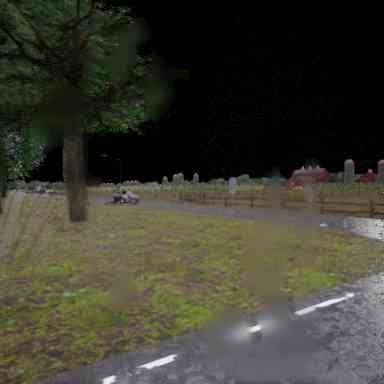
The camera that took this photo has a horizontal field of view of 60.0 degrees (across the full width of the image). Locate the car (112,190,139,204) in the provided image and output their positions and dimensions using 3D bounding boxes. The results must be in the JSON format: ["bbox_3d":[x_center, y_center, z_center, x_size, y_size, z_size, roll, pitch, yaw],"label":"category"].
[{"bbox_3d":[-8.673,0.572,43.158,2.097,1.767,4.553,-2,2,-36],"label":"car"}]

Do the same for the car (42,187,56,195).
[{"bbox_3d":[-37.255,0.037,87.423,1.882,1.535,5.008,-2,2,-36],"label":"car"}]
